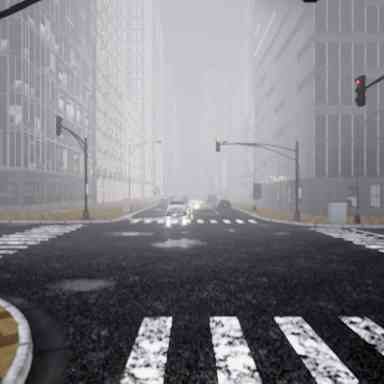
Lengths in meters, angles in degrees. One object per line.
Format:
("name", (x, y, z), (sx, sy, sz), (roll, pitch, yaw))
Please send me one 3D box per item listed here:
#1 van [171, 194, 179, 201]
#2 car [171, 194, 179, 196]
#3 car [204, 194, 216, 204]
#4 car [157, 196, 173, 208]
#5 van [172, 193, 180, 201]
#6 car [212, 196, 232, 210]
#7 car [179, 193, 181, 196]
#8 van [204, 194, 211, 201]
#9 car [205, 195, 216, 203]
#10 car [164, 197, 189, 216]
("van", (-4.128, 1.286, 80.623), (1.690, 1.788, 3.998), (0, 0, 0))
("car", (-4.066, 1.536, 64.041), (1.947, 1.339, 4.313), (0, 0, 0))
("car", (3.814, 1.285, 64.070), (2.192, 1.841, 5.009), (0, 0, 0))
("car", (-4.004, 1.572, 47.458), (1.802, 1.307, 4.206), (0, 0, 0))
("van", (-4.149, 1.278, 86.151), (1.690, 1.788, 3.998), (0, 0, 0))
("car", (3.946, 1.561, 41.961), (1.947, 1.339, 4.313), (0, 0, 0))
("car", (-1.529, 1.476, 65.034), (1.837, 1.490, 4.892), (0, -1, 0))
("van", (3.752, 1.286, 80.653), (1.690, 1.788, 3.998), (0, 0, 0))
("car", (3.794, 1.402, 69.598), (1.967, 1.590, 4.097), (0, 0, 0))
("car", (-1.481, 1.528, 33.201), (1.812, 1.442, 4.674), (0, 0, 0))
